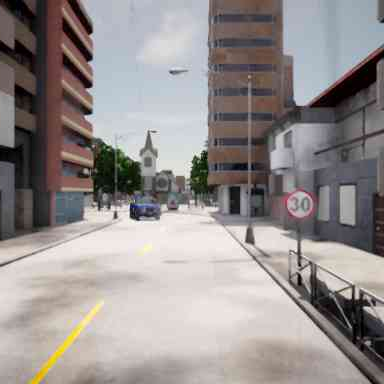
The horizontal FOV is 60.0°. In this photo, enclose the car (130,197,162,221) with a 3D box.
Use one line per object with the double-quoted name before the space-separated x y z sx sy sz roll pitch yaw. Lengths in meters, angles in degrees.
"car" -4.257 1.454 30.088 2.150 2.045 5.566 2 -1 -18
